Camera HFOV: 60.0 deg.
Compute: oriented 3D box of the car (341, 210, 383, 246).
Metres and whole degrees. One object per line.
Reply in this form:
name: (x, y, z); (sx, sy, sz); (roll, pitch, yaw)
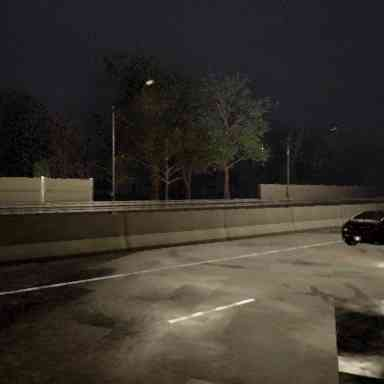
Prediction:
car: (8.269, 1.516, 14.067); (4.892, 1.490, 1.837); (0, 0, -35)
